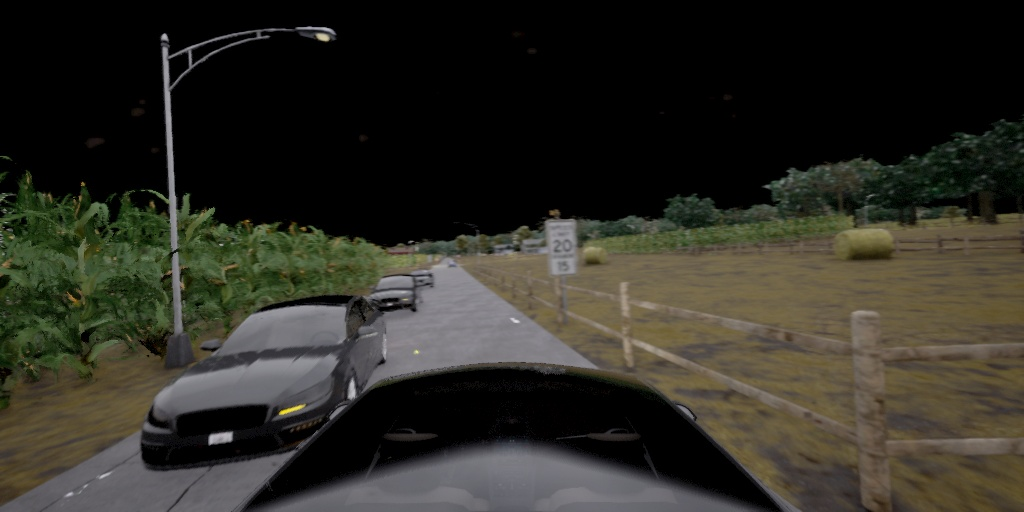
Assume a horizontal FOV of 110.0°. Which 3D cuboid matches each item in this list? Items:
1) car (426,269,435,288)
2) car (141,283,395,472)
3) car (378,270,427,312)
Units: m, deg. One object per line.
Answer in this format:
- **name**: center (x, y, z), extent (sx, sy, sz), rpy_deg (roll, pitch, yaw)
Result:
- **car**: center (-7.112, 1.773, 28.126), extent (1.994, 1.385, 4.181), rpy_deg (-3, 0, -9)
- **car**: center (-3.151, 1.437, 5.628), extent (1.837, 1.490, 4.892), rpy_deg (-3, 0, -12)
- **car**: center (-4.975, 1.576, 15.746), extent (1.837, 1.490, 4.892), rpy_deg (-3, 0, -10)
